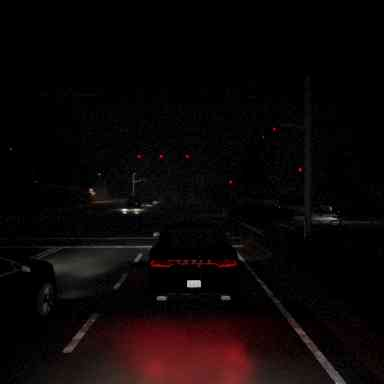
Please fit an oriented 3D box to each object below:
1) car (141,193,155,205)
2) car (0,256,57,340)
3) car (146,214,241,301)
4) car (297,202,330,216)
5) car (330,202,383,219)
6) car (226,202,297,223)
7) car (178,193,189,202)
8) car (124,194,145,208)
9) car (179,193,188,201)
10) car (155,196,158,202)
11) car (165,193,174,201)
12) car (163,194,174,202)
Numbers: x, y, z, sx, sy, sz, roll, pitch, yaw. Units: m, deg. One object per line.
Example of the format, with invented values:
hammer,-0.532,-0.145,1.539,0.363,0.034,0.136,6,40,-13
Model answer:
car,-8.638,1.212,61.197,2.150,2.045,5.566,0,1,-1
car,-3.468,1.492,4.386,2.128,1.511,4.902,0,0,0
car,0.001,1.478,8.378,1.882,1.535,5.008,0,0,-1
car,10.865,1.601,32.348,4.718,1.301,1.895,0,0,-2
car,14.761,1.564,28.959,4.181,1.385,1.994,0,0,-2
car,5.066,1.491,25.260,4.902,1.511,2.128,0,0,5
car,-1.901,1.225,74.242,2.150,2.045,5.566,0,0,-1
car,-8.307,1.477,47.115,1.882,1.535,5.008,0,0,-1
car,-2.183,1.225,84.975,2.150,2.045,5.566,0,0,-1
car,-8.970,1.498,76.593,1.994,1.385,4.181,0,0,-1
car,-5.689,1.269,85.147,2.097,1.767,4.553,0,0,-1
car,-5.416,1.533,74.542,2.033,1.411,5.357,0,0,-1
